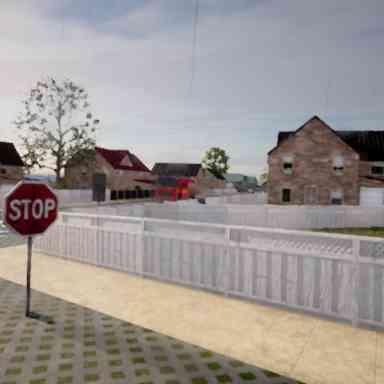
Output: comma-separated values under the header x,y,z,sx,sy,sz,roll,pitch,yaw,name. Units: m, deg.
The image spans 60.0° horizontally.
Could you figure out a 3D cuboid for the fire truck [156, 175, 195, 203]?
x,y,z,sx,sy,sz,roll,pitch,yaw,name
-2.131,-0.430,47.364,2.891,3.827,8.468,3,2,19,fire truck
